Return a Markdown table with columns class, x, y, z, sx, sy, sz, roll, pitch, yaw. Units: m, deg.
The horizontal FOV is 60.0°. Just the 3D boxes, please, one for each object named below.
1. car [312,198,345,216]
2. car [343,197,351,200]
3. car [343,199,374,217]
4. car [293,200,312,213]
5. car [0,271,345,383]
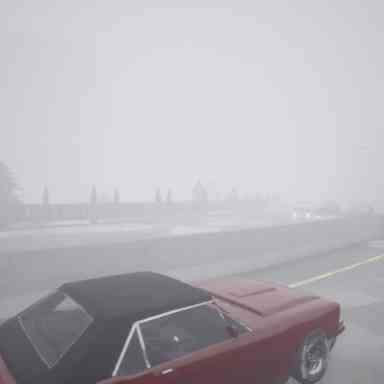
| class | x | y | z | sx | sy | sz | roll | pitch | yaw |
| --- | --- | --- | --- | --- | --- | --- | --- | --- | --- |
| car | 14.434 | 1.643 | 35.036 | 1.882 | 1.535 | 5.008 | 0 | 0 | 32 |
| car | 31.166 | 1.784 | 67.271 | 2.033 | 1.411 | 5.357 | 0 | 0 | 12 |
| car | 15.138 | 1.668 | 29.852 | 1.812 | 1.442 | 4.674 | 0 | 0 | 35 |
| car | 13.623 | 1.715 | 40.346 | 1.812 | 1.442 | 4.674 | 0 | 0 | 30 |
| car | -0.321 | 1.618 | 3.692 | 4.718 | 1.301 | 1.895 | 0 | 0 | -37 |
